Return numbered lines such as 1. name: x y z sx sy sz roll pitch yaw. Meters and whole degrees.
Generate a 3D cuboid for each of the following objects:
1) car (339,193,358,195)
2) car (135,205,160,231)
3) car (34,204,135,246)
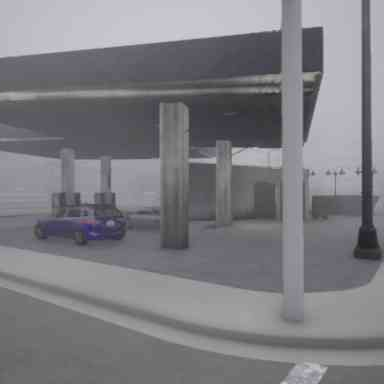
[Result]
1. car: 30.256 1.297 62.418 5.566 2.045 2.150 0 0 36
2. car: -2.450 1.542 20.300 3.806 1.475 1.970 0 0 36
3. car: -5.166 1.376 15.180 4.611 1.667 2.242 0 0 36
